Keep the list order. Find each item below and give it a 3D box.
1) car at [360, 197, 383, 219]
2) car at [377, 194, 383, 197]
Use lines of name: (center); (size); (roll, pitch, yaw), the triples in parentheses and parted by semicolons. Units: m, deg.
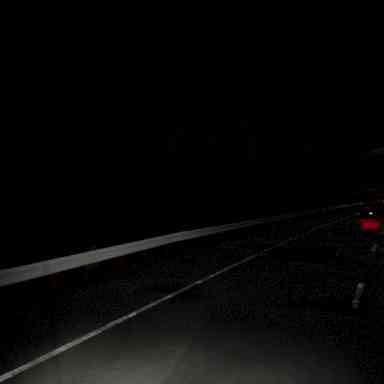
car: (16.200, 1.505, 29.493); (1.837, 1.490, 4.892); (0, 0, 35)
car: (22.297, 1.221, 38.002); (2.150, 2.045, 5.566); (0, 0, 36)
